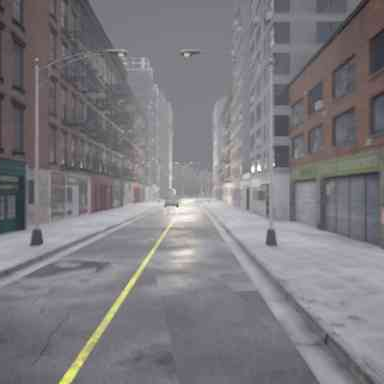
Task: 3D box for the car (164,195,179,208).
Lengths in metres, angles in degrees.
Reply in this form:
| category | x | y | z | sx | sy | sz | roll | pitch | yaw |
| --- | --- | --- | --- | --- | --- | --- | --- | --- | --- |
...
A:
| category | x | y | z | sx | sy | sz | roll | pitch | yaw |
| --- | --- | --- | --- | --- | --- | --- | --- | --- | --- |
| car | -2.956 | 1.388 | 49.037 | 2.097 | 1.767 | 4.553 | 0 | 0 | 0 |
